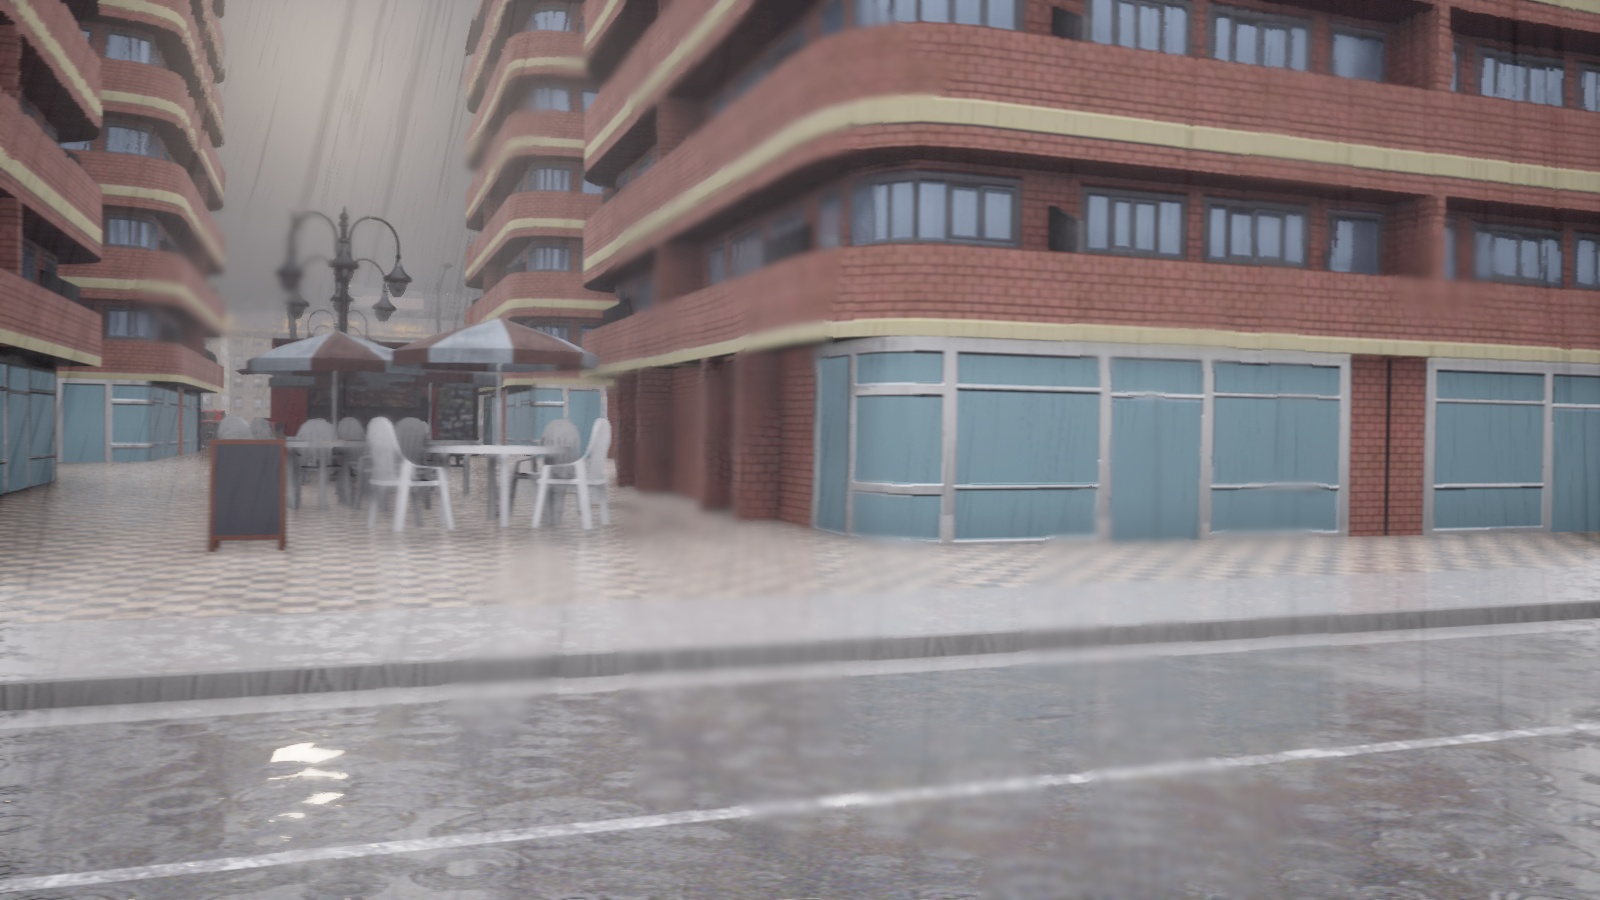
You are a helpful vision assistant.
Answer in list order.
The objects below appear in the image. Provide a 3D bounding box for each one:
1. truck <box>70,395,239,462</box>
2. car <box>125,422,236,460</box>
[{"bbox_3d":[-35.686,-1.203,69.791,7.936,3.462,2.891,-2,1,-20],"label":"truck"},{"bbox_3d":[-36.128,-0.567,73.375,5.566,2.045,2.150,-2,1,-21],"label":"car"}]
